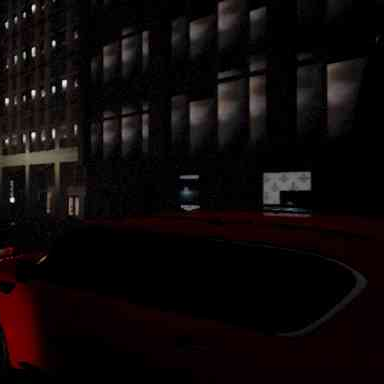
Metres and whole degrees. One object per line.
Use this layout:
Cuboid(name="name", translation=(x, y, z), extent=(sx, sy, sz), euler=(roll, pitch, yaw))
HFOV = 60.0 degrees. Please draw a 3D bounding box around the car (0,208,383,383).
Cuboid(name="car", translation=(-0.267, 1.203, 3.570), extent=(5.566, 2.045, 2.150), euler=(1, 0, 35))
